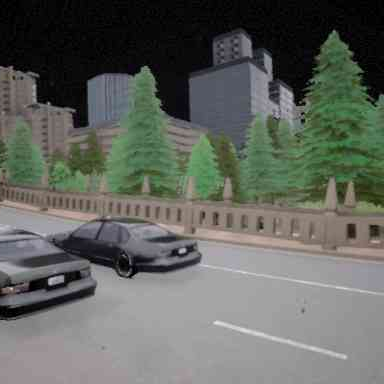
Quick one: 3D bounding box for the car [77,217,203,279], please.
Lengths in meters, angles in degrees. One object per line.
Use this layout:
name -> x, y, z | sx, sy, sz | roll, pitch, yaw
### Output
car -> -2.288, 1.482, 9.922 | 5.357, 1.411, 2.033 | 2, 1, 36

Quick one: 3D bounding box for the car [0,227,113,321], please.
car -> -4.341, 1.479, 7.087 | 5.357, 1.411, 2.033 | 2, 1, 36
